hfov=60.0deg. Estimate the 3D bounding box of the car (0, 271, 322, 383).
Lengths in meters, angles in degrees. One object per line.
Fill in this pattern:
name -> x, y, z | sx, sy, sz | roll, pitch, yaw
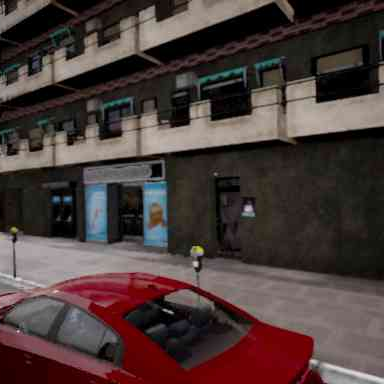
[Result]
car -> -1.000, 1.568, 3.602 | 4.507, 1.381, 1.887 | -1, -1, 36
